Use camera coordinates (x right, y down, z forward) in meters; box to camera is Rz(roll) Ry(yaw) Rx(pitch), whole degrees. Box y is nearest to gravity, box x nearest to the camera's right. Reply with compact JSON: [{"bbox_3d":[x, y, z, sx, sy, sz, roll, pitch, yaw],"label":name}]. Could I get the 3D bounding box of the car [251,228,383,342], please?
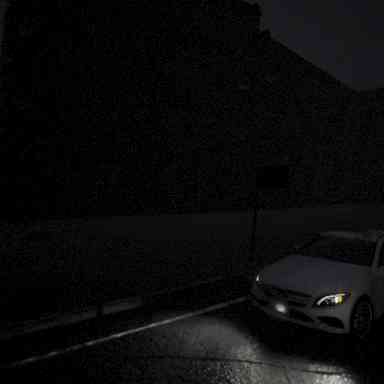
[{"bbox_3d":[3.192,1.501,6.592,4.674,1.442,1.812,-1,1,-39],"label":"car"}]
